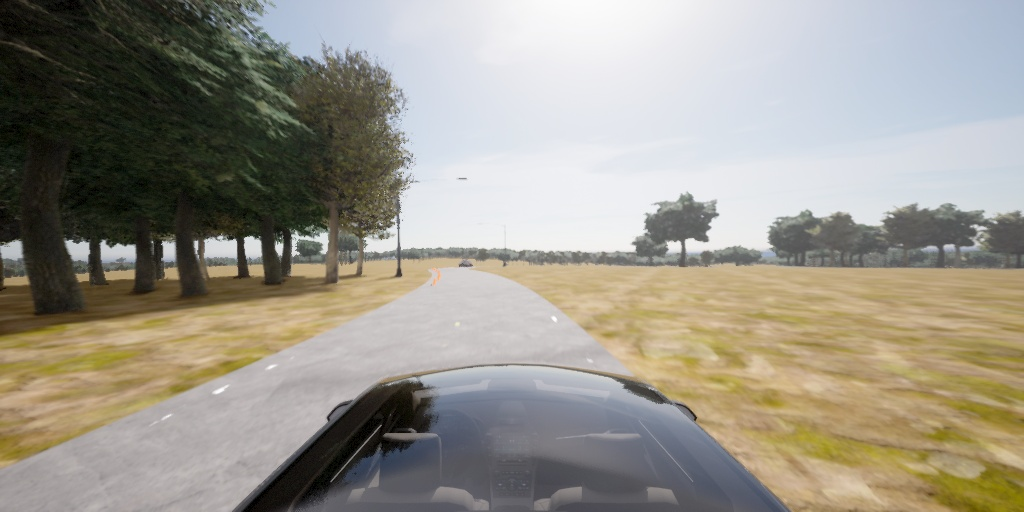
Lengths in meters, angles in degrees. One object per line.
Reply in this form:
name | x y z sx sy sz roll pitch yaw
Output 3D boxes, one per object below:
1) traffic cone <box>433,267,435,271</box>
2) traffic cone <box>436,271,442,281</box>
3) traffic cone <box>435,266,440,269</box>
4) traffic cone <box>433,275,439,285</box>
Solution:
traffic cone | -10.537 1.979 50.385 0.340 0.580 0.340 0 0 -15
traffic cone | -6.387 1.860 31.133 0.340 0.580 0.340 0 0 -9
traffic cone | -9.303 1.944 45.617 0.340 0.580 0.340 0 0 -14
traffic cone | -5.680 1.836 26.258 0.340 0.580 0.340 0 0 -7
